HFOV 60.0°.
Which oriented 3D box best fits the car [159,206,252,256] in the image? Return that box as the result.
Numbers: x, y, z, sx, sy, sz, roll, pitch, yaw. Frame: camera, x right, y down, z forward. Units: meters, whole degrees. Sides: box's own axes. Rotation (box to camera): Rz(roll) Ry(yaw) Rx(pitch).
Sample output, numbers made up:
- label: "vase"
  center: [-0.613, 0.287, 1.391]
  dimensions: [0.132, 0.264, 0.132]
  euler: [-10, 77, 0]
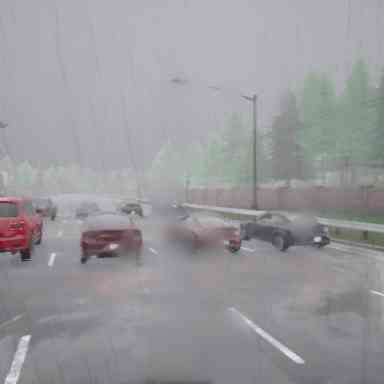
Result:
- label: "car"
  center: [0.287, 1.500, 13.031]
  dimensions: [1.812, 1.442, 4.674]
  euler: [0, 0, -20]

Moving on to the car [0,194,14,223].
- label: "car"
  center: [-15.186, 1.152, 25.193]
  dimensions: [2.150, 2.045, 5.566]
  euler: [0, 0, -19]

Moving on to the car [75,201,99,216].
- label: "car"
  center: [-9.074, 1.496, 28.905]
  dimensions: [1.994, 1.385, 4.181]
  euler: [0, 0, -19]

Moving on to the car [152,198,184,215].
- label: "car"
  center: [-2.213, 1.289, 30.498]
  dimensions: [2.097, 1.767, 4.553]
  euler: [0, 0, -19]

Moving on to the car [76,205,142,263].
- label: "car"
  center: [-3.111, 1.450, 12.142]
  dimensions: [1.882, 1.535, 5.008]
  euler: [0, 0, -19]

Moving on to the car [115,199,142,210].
- label: "car"
  center: [-5.687, 1.439, 29.828]
  dimensions: [1.837, 1.490, 4.892]
  euler: [0, 0, -19]

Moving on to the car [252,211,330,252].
- label: "car"
  center: [3.672, 1.503, 13.955]
  dimensions: [1.812, 1.442, 4.674]
  euler: [0, 0, -20]

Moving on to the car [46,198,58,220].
- label: "car"
  center: [-12.107, 1.284, 26.980]
  dimensions: [2.097, 1.767, 4.553]
  euler: [0, 0, -19]

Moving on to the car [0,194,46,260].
- label: "car"
  center: [-6.771, 1.189, 11.999]
  dimensions: [2.150, 2.045, 5.566]
  euler: [0, 0, -19]
